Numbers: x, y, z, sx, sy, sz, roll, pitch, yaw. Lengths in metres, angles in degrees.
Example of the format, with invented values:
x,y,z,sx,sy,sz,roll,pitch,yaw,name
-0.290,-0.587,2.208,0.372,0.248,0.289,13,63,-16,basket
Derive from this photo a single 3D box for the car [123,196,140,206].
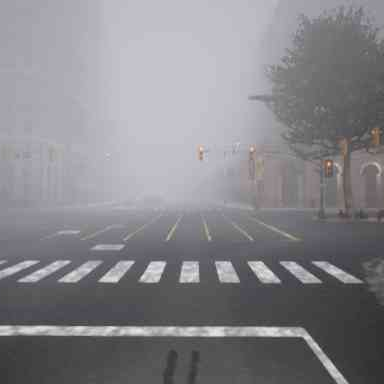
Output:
x,y,z,sx,sy,sz,roll,pitch,yaw,name
-10.123,1.590,54.949,1.895,1.301,4.718,0,0,1,car

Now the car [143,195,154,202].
x,y,z,sx,sy,sz,roll,pitch,yaw,name
-9.809,1.510,74.659,1.812,1.442,4.674,0,0,1,car

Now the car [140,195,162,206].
x,y,z,sx,sy,sz,roll,pitch,yaw,name
-6.640,1.342,54.258,2.097,1.767,4.553,0,0,1,car

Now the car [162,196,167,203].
x,y,z,sx,sy,sz,roll,pitch,yaw,name
-6.541,1.479,63.399,2.128,1.511,4.902,0,0,2,car

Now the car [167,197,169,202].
x,y,z,sx,sy,sz,roll,pitch,yaw,name
-6.326,1.510,73.672,1.812,1.442,4.674,0,0,1,car

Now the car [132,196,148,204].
x,y,z,sx,sy,sz,roll,pitch,yaw,name
-10.010,1.535,64.701,2.033,1.411,5.357,0,0,2,car
